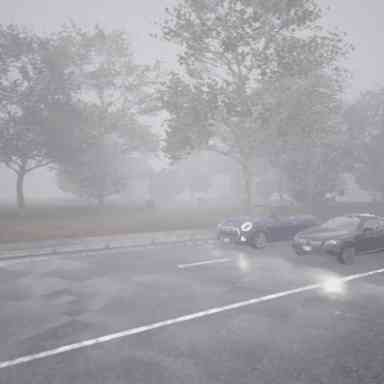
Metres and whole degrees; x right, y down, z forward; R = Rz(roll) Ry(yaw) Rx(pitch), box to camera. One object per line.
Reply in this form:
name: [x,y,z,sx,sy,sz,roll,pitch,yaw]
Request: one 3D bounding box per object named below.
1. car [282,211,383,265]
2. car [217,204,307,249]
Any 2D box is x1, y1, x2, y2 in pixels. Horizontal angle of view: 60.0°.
car: [5.607,1.500,11.665,4.674,1.442,1.812,0,0,-31]
car: [3.282,1.317,14.333,4.553,1.767,2.097,0,0,-31]
